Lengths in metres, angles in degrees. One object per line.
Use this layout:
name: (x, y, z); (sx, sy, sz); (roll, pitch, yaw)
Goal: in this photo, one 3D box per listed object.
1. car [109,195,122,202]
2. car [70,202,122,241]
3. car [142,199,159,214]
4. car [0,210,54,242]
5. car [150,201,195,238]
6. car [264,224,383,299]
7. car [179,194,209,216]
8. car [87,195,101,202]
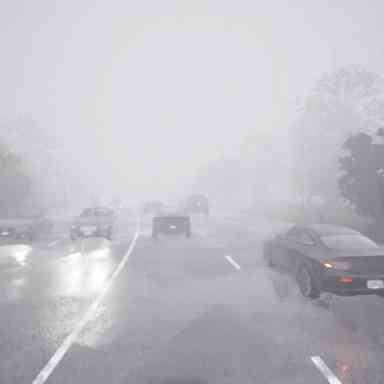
car: (-13.166, 1.384, 57.234); (2.097, 1.767, 4.553); (0, 0, -14)
car: (-4.768, 1.504, 16.749); (2.128, 1.511, 4.902); (0, 0, -7)
car: (-4.329, 1.493, 36.136); (1.882, 1.535, 5.008); (0, 0, -12)
car: (-8.232, 1.583, 16.221); (1.994, 1.385, 4.181); (0, 0, -7)
car: (-1.204, 1.484, 18.018); (1.882, 1.535, 5.008); (0, 0, -7)
car: (3.216, 1.520, 8.379); (1.812, 1.442, 4.674); (0, 0, -3)
car: (0.112, 1.230, 31.946); (2.150, 2.045, 5.566); (0, 0, -11)
car: (-16.657, 1.387, 56.755); (2.097, 1.767, 4.553); (0, 0, -14)
